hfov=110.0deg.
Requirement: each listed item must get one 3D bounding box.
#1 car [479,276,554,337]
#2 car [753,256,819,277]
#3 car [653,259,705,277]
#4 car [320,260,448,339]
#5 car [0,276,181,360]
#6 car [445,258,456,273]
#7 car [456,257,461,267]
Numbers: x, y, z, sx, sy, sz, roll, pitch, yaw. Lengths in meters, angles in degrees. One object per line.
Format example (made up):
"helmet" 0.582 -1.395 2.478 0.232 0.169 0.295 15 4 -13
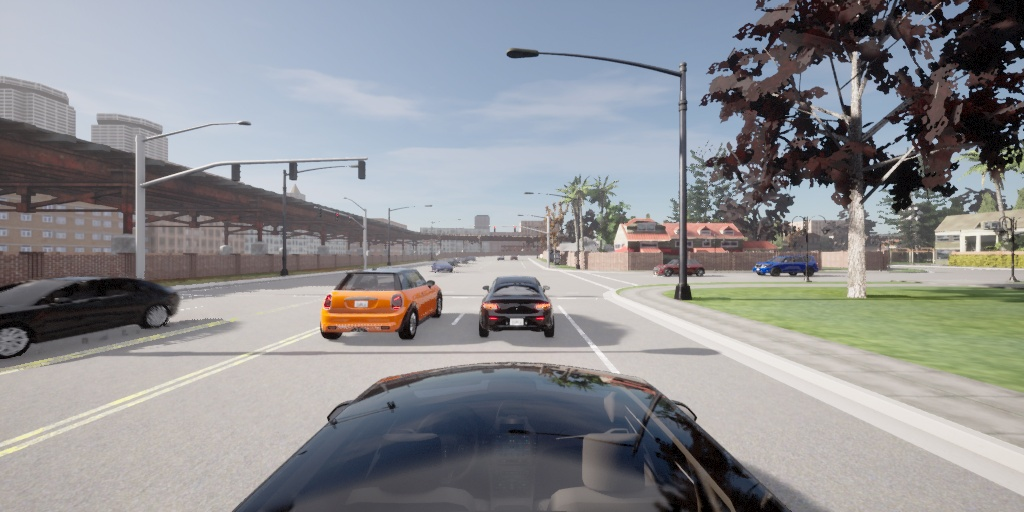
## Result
"car" 0.122 1.276 10.145 1.812 1.442 4.674 0 0 0
"car" 26.938 0.971 35.322 5.566 2.045 2.150 0 0 -2
"car" 16.275 1.103 35.104 4.553 1.767 2.097 0 0 -1
"car" -3.376 1.102 10.198 2.097 1.767 4.553 0 0 1
"car" -10.566 1.255 8.370 1.837 1.490 4.892 0 0 0
"car" -8.247 1.252 41.646 1.812 1.442 4.674 -1 0 -23
"car" -10.253 1.075 59.308 1.882 1.535 5.008 0 1 1
